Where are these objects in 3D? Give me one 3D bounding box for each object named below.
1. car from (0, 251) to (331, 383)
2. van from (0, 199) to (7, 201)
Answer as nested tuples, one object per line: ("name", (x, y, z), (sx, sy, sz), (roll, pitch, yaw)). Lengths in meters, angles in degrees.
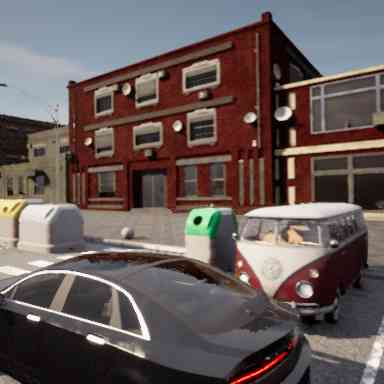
("car", (-1.104, 1.524, 4.145), (4.892, 1.490, 1.837), (-1, 0, 35))
("van", (-10.941, 1.376, 16.762), (1.878, 1.987, 4.442), (0, 0, 35))
